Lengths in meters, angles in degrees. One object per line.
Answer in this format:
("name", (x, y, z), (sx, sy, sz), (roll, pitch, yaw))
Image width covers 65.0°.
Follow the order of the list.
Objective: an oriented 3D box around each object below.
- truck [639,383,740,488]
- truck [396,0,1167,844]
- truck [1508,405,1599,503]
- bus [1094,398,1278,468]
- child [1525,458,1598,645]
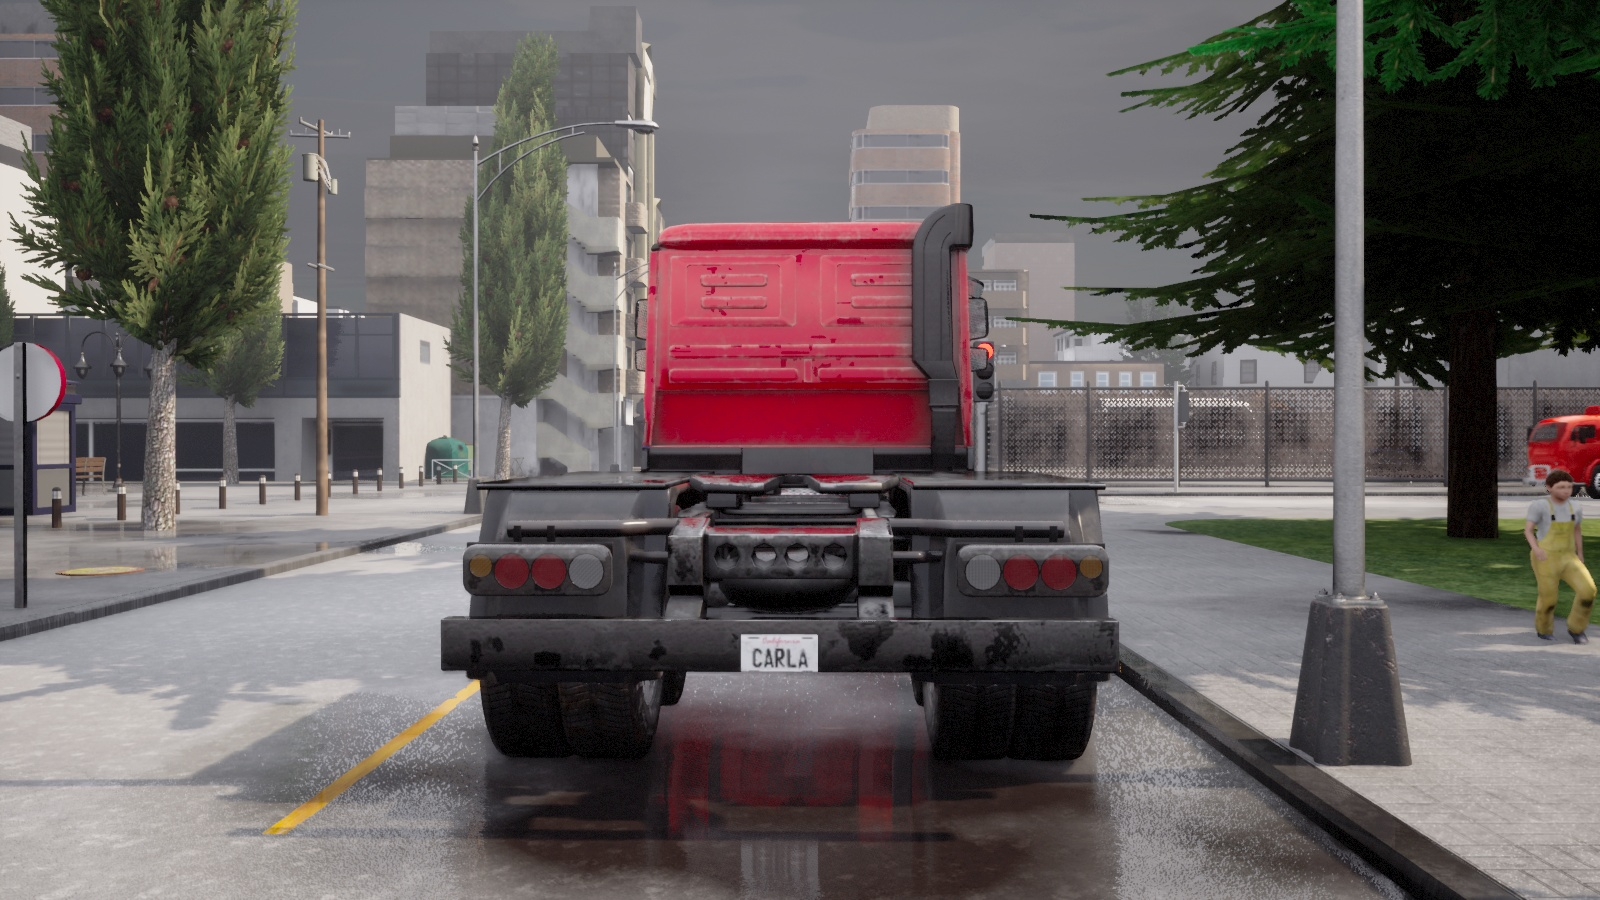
("truck", (-3.820, -0.494, 45.249), (2.891, 3.462, 7.936), (0, 0, 0))
("truck", (0.020, -0.284, 8.679), (2.891, 3.462, 7.936), (0, 0, 1))
("truck", (21.900, 0.092, 32.885), (5.204, 2.467, 2.627), (0, 0, 0))
("bus", (23.857, -1.052, 78.208), (10.273, 4.253, 3.944), (0, 0, 2))
("child", (5.307, 0.691, 8.763), (0.270, 1.263, 0.437), (0, 0, 5))
